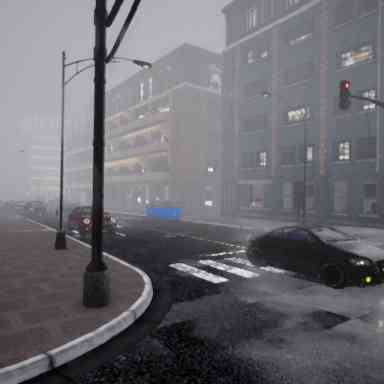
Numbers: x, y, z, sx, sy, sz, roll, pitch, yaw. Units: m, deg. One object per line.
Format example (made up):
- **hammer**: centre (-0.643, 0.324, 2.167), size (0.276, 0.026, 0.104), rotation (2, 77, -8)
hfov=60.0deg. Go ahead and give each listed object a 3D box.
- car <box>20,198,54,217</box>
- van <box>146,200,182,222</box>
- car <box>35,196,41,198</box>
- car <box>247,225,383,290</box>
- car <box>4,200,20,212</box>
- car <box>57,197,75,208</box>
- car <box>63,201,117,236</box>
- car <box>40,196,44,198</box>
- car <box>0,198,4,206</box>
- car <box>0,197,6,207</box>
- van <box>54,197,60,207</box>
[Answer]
- **car**: centre (-15.472, 1.636, 33.133), size (1.967, 1.590, 4.097), rotation (0, 0, -35)
- **van**: centre (-2.497, 1.597, 28.637), size (1.690, 1.788, 3.998), rotation (0, 0, -34)
- **car**: centre (-25.399, 1.751, 51.409), size (2.128, 1.511, 4.902), rotation (1, -1, -36)
- **car**: centre (3.487, 1.644, 9.431), size (1.994, 1.385, 4.181), rotation (1, -1, -32)
- **car**: centre (-22.082, 1.803, 42.272), size (2.008, 1.369, 4.403), rotation (0, 0, -36)
- **car**: centre (-18.838, 1.945, 51.478), size (2.008, 1.369, 4.403), rotation (0, 0, -36)
- **car**: centre (-5.831, 1.549, 19.232), size (1.967, 1.590, 4.097), rotation (0, 0, -33)
- **car**: centre (-32.046, 1.823, 69.719), size (2.192, 1.841, 5.009), rotation (0, 0, -36)
- **car**: centre (-25.299, 1.804, 46.669), size (1.752, 1.417, 4.829), rotation (0, 0, -36)
- **car**: centre (-35.287, 1.805, 60.459), size (1.967, 1.590, 4.097), rotation (0, 0, -36)
- **van**: centre (-22.116, 1.764, 56.056), size (1.690, 1.788, 3.998), rotation (0, 0, -36)
